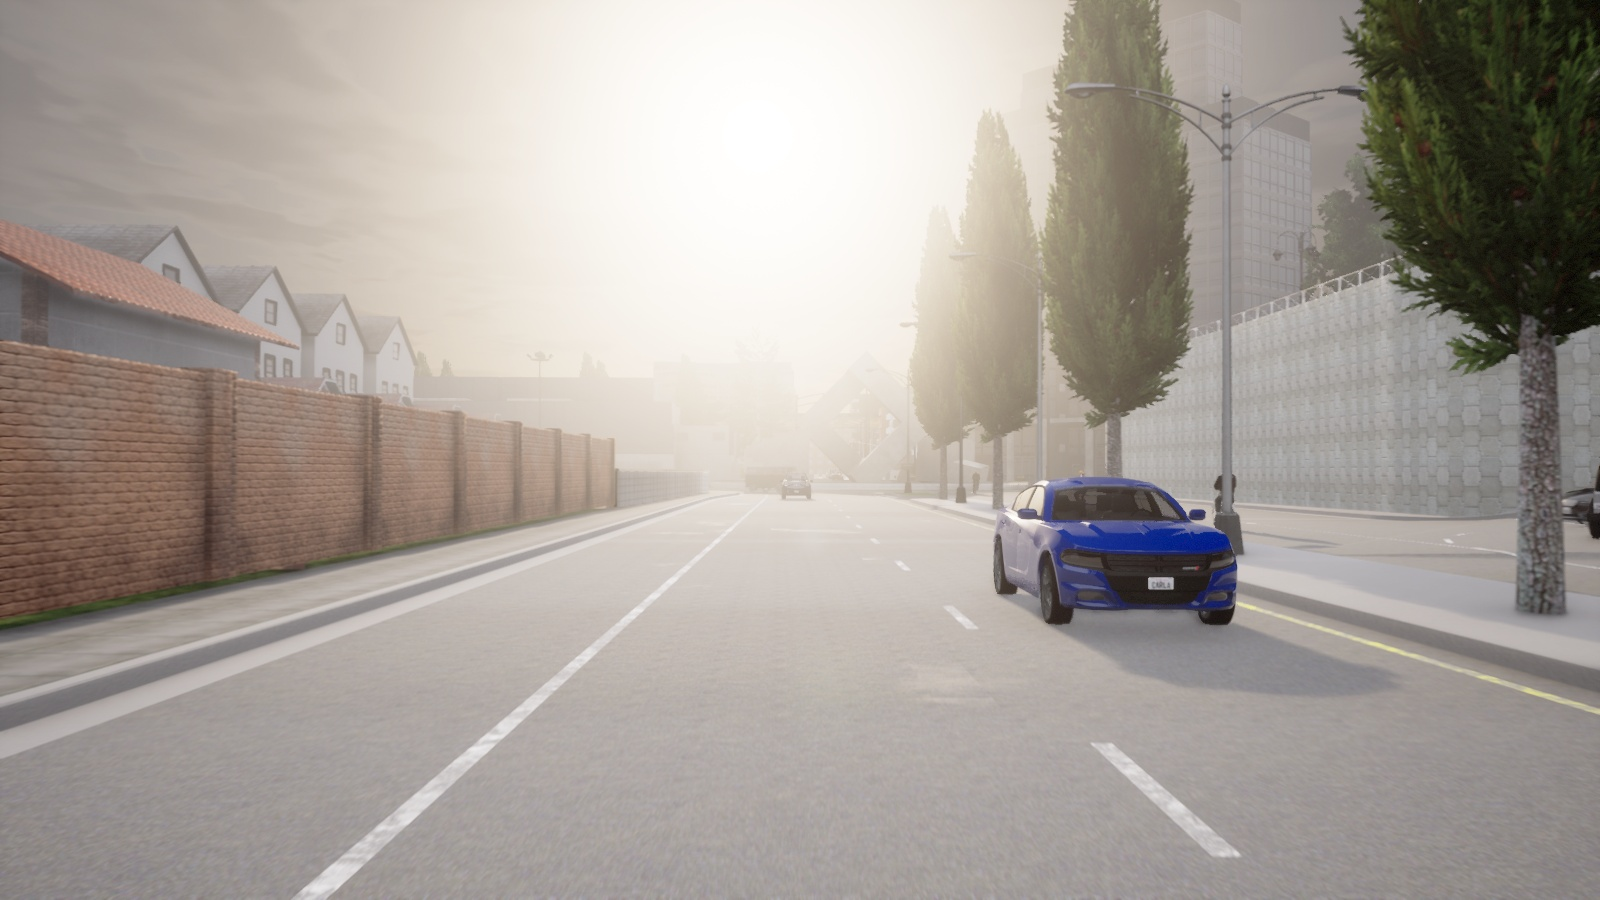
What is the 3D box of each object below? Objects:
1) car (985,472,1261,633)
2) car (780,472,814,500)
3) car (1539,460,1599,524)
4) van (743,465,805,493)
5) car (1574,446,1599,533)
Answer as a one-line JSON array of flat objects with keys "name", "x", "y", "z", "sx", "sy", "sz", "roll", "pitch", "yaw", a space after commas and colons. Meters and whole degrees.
[{"name": "car", "x": 3.465, "y": 1.022, "z": 14.538, "sx": 1.882, "sy": 1.535, "sz": 5.008, "roll": 0, "pitch": -1, "yaw": 0}, {"name": "car", "x": -0.183, "y": 2.009, "z": 70.445, "sx": 1.845, "sy": 1.501, "sz": 3.633, "roll": 0, "pitch": -1, "yaw": -1}, {"name": "car", "x": 22.315, "y": 0.937, "z": 32.577, "sx": 4.902, "sy": 1.511, "sz": 2.128, "roll": -4, "pitch": -1, "yaw": 4}, {"name": "van", "x": -1.873, "y": 2.101, "z": 91.145, "sx": 4.442, "sy": 1.987, "sz": 1.775, "roll": -1, "pitch": -1, "yaw": 41}, {"name": "car", "x": 18.992, "y": 0.824, "z": 27.793, "sx": 3.866, "sy": 1.878, "sz": 1.905, "roll": 0, "pitch": -2, "yaw": -38}]
